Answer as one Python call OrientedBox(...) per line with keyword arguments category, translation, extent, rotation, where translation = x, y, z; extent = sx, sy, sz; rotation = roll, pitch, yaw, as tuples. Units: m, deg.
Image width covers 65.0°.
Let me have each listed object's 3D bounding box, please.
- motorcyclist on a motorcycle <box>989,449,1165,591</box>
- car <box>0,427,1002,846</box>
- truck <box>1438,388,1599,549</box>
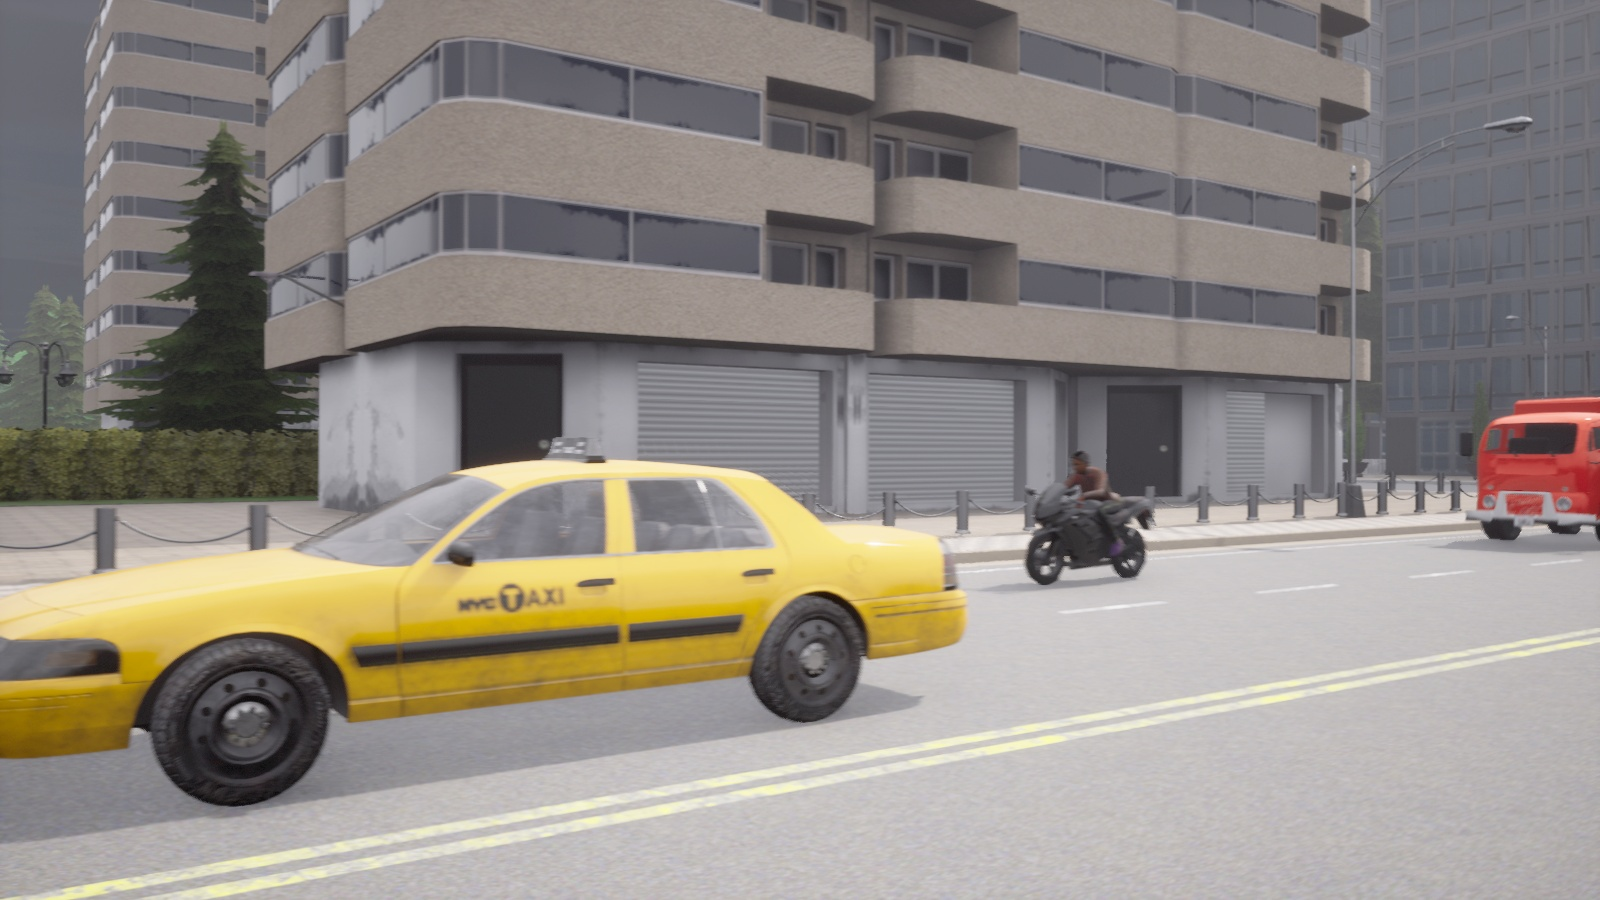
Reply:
OrientedBox(category="motorcyclist on a motorcycle", translation=(3.195, 0.756, 14.412), extent=(2.044, 1.523, 0.797), rotation=(0, 0, -35))
OrientedBox(category="car", translation=(-1.480, 0.704, 6.893), extent=(5.366, 1.575, 1.801), rotation=(0, 0, -35))
OrientedBox(category="truck", translation=(13.740, 0.283, 21.753), extent=(5.204, 2.467, 2.627), rotation=(0, 0, -35))
